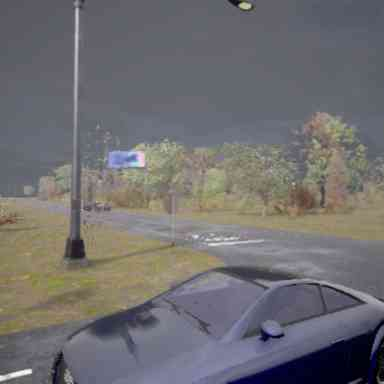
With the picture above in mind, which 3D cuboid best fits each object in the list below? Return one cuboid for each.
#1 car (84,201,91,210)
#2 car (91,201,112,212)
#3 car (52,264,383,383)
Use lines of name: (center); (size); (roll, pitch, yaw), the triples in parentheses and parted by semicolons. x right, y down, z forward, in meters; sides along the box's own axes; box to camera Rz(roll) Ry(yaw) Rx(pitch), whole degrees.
car: (-17.650, 2.425, 58.378); (1.837, 1.490, 4.892); (1, -1, -30)
car: (-13.992, 2.356, 52.123); (1.812, 1.442, 4.674); (1, -1, -29)
car: (0.607, 1.638, 3.926); (4.181, 1.385, 1.994); (1, -1, -32)
